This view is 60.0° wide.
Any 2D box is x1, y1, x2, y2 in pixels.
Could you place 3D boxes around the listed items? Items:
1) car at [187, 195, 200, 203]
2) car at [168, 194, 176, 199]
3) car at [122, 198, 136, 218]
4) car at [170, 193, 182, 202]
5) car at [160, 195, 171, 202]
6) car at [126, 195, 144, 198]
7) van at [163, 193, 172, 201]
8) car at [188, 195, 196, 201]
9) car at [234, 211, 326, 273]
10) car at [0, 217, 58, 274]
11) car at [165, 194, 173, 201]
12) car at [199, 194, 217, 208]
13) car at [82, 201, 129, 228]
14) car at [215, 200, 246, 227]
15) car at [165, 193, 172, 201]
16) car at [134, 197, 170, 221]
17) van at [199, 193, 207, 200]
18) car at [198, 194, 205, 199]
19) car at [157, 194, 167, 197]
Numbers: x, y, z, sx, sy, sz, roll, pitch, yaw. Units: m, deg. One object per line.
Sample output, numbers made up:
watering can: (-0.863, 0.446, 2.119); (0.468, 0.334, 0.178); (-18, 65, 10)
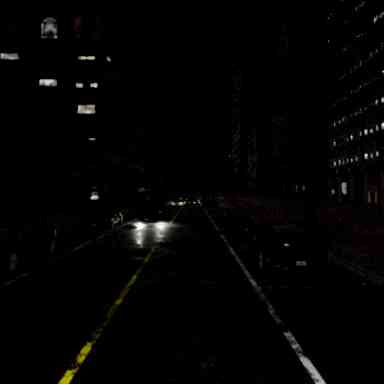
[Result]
car: (0.031, 1.323, 62.565); (1.882, 1.535, 5.008); (0, 0, 0)
car: (-5.632, 1.327, 93.947); (2.008, 1.369, 4.403); (1, 0, 0)
car: (-5.665, 1.456, 26.942); (1.752, 1.417, 4.829); (1, 0, 0)
car: (-2.968, 1.307, 68.192); (1.882, 1.535, 5.008); (0, 0, 0)
car: (-5.644, 1.376, 71.669); (2.008, 1.369, 4.403); (1, 0, 0)
car: (-5.659, 1.231, 32.682); (2.192, 1.841, 5.009); (1, 0, 0)
van: (-5.638, 1.154, 77.239); (1.690, 1.788, 3.998); (1, 0, 0)
car: (0.037, 1.408, 76.027); (1.895, 1.301, 4.718); (0, 0, 0)
car: (2.706, 1.523, 10.398); (2.008, 1.369, 4.403); (1, 0, 0)
car: (-5.674, 1.524, 10.404); (2.008, 1.369, 4.403); (1, 0, 0)
car: (-5.638, 1.326, 82.639); (1.752, 1.417, 4.829); (1, 0, 0)
car: (2.383, 1.362, 45.500); (1.882, 1.535, 5.008); (0, 0, 0)
car: (-5.669, 1.510, 21.543); (1.947, 1.339, 4.313); (1, 0, 0)
car: (2.712, 1.468, 21.708); (1.752, 1.417, 4.829); (1, 0, 0)
car: (-5.646, 1.404, 66.100); (1.947, 1.339, 4.313); (1, 0, 0)
car: (-3.086, 1.408, 26.781); (1.882, 1.535, 5.008); (0, 0, 0)
van: (2.745, 1.141, 82.804); (1.690, 1.788, 3.998); (1, 0, 0)
car: (2.747, 1.357, 93.942); (1.802, 1.307, 4.206); (1, 0, 0)
car: (-5.652, 1.408, 54.960); (1.887, 1.381, 4.507); (1, 0, 0)
